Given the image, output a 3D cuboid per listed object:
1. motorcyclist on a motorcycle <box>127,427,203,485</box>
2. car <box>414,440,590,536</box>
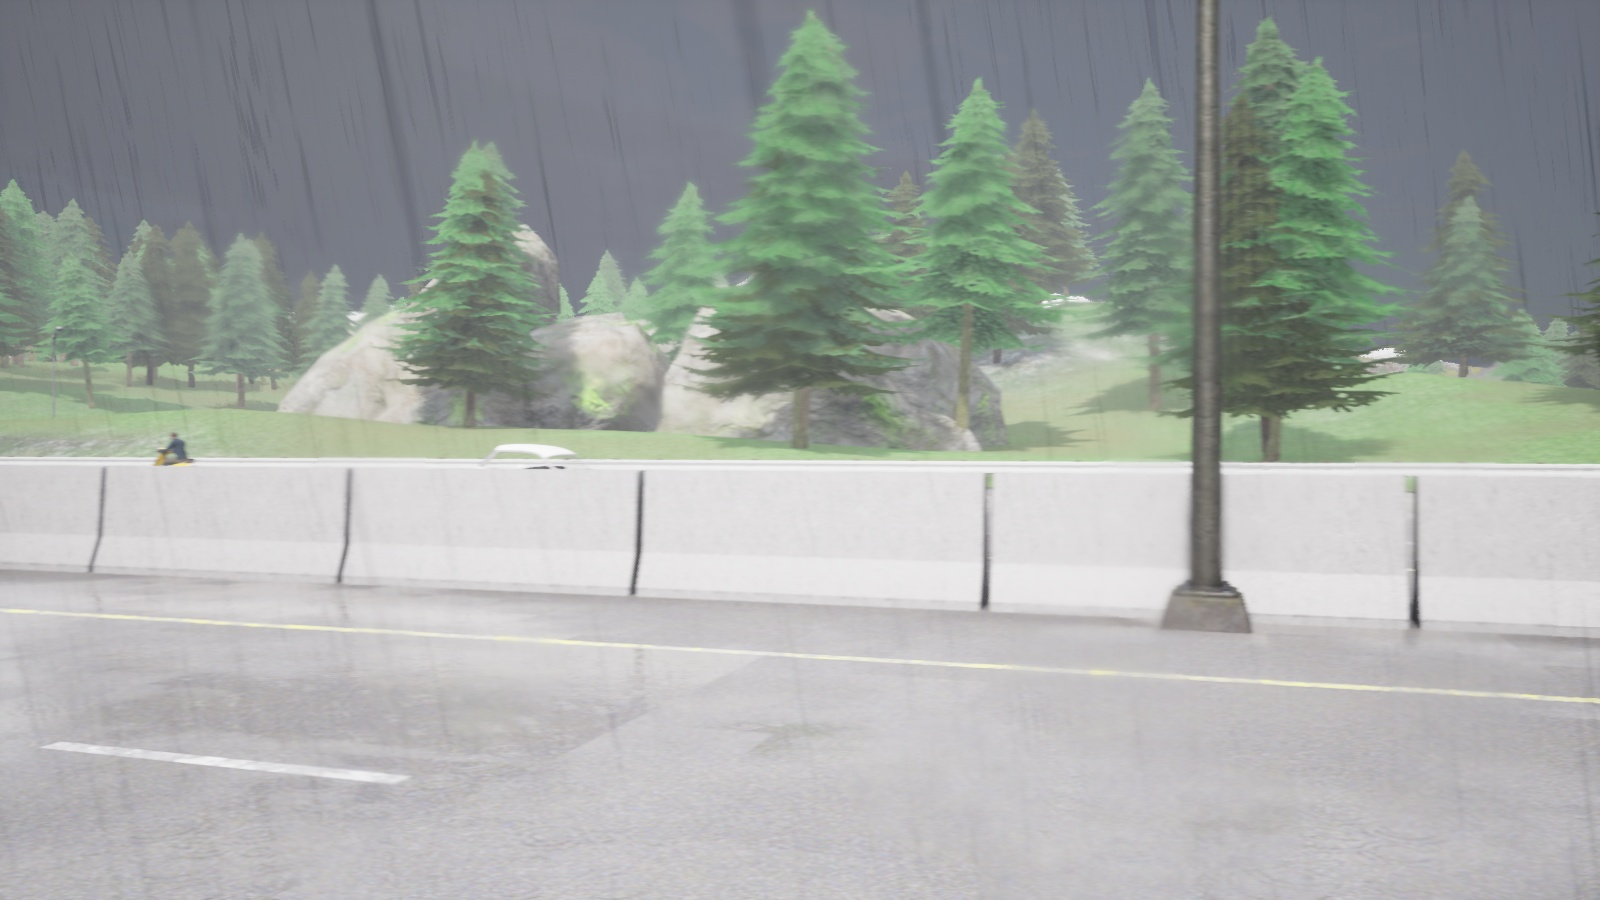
[{"bbox_3d":[-17.696,0.151,34.993,1.817,1.590,0.866,1,1,19],"label":"motorcyclist on a motorcycle"},{"bbox_3d":[-4.608,0.551,19.514,2.207,1.376,1.481,1,1,19],"label":"car"}]
